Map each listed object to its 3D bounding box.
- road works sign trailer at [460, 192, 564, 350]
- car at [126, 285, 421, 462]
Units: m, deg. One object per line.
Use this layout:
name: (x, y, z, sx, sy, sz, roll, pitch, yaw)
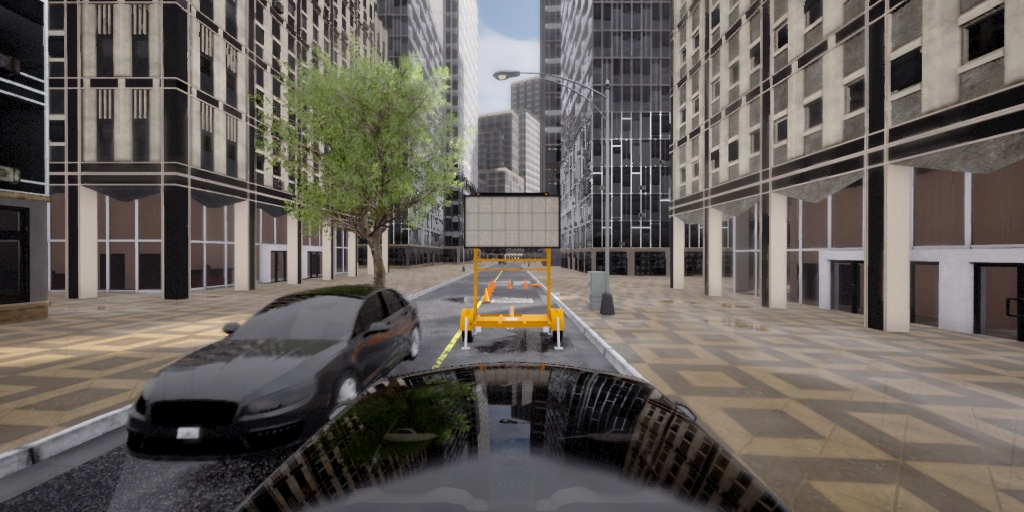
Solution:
road works sign trailer: (0.006, 0.214, 9.066, 2.380, 3.560, 2.880, 0, 0, 0)
car: (-2.746, 1.255, 5.471, 1.837, 1.490, 4.892, 0, 0, 0)
